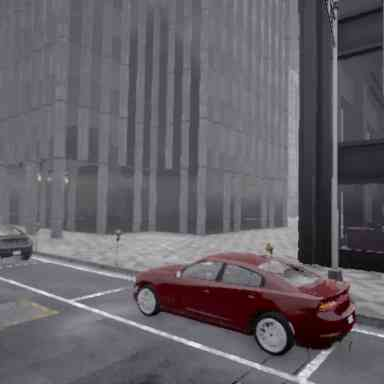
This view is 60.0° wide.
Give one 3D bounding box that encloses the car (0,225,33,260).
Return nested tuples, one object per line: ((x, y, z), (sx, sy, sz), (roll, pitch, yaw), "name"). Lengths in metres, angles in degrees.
((-8.130, 2.028, 13.559), (4.403, 1.369, 2.008), (-1, -3, 38), "car")

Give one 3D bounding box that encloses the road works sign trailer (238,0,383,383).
((1.591, 0.613, 2.429), (2.880, 3.560, 2.380), (-1, -3, 38), "road works sign trailer")

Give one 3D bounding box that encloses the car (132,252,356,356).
((0.721, 1.865, 6.566), (4.507, 1.381, 1.887), (-1, -3, 38), "car")
